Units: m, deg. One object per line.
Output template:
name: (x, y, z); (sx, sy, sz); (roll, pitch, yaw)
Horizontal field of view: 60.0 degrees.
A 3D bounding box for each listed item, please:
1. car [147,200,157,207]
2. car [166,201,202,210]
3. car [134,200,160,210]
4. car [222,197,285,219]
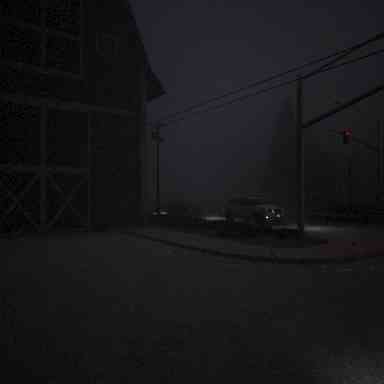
car: (-6.290, 1.786, 42.597); (1.837, 1.490, 4.892); (0, 0, -34)
car: (-0.903, 1.708, 34.735); (1.882, 1.535, 5.008); (0, 0, -35)
car: (-6.719, 1.922, 49.571); (1.895, 1.301, 4.718); (0, 0, -34)
car: (4.737, 1.400, 26.509); (2.150, 2.045, 5.566); (0, 0, -34)
